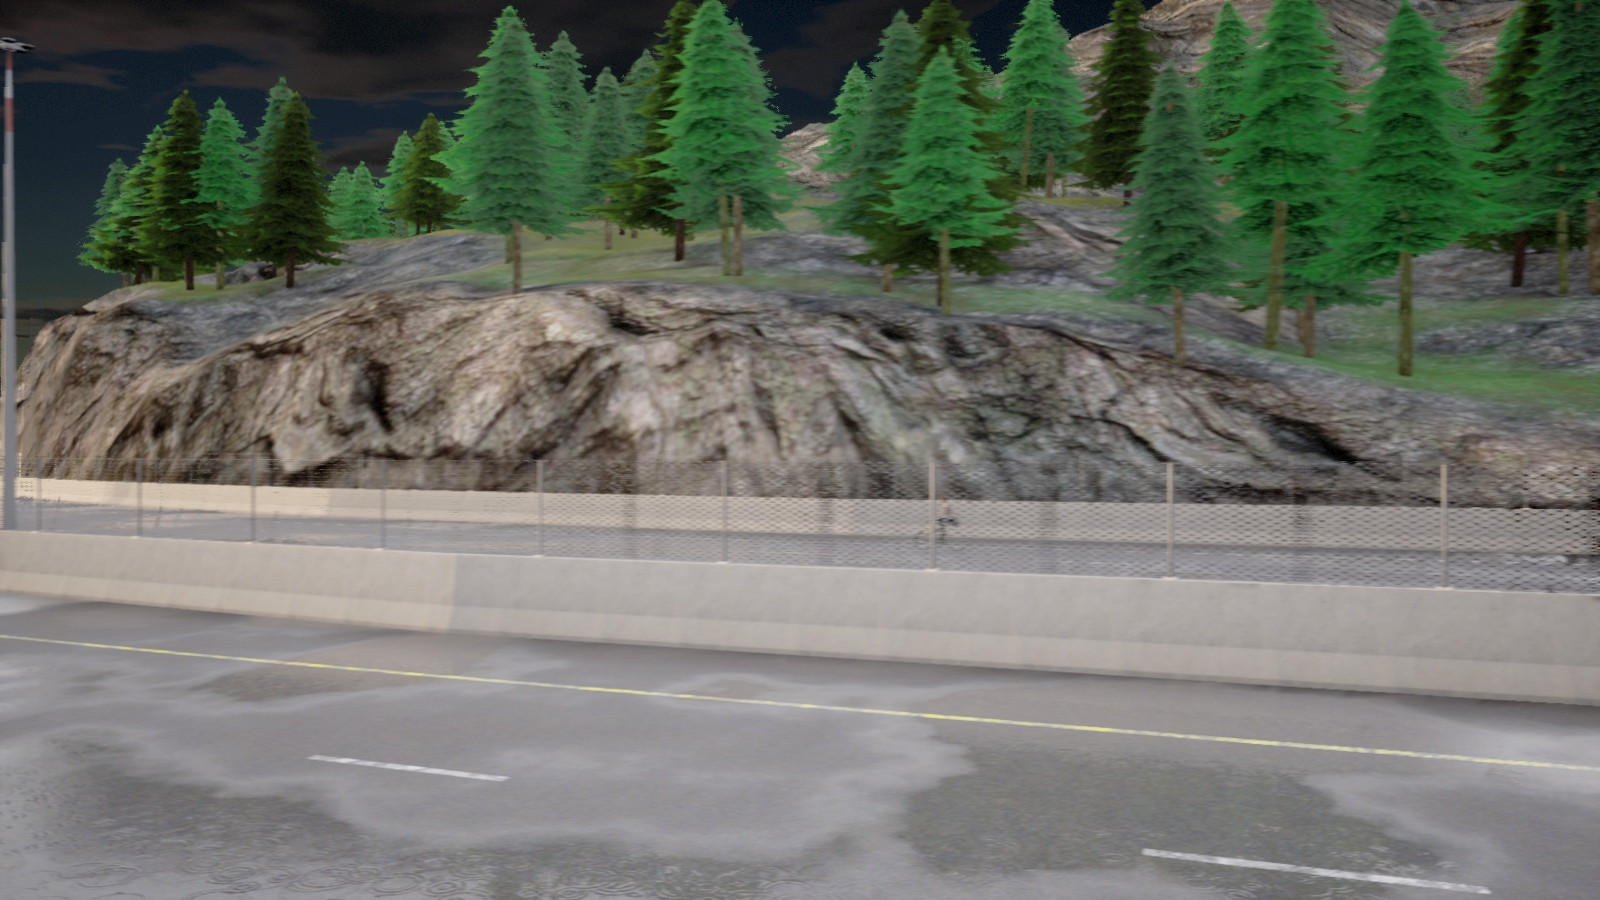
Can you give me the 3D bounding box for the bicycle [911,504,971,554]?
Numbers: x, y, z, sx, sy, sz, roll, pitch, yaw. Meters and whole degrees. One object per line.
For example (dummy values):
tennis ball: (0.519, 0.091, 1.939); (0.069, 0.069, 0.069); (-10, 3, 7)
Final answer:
bicycle: (3.898, 2.162, 31.651); (1.487, 1.295, 0.859); (0, 0, 21)
